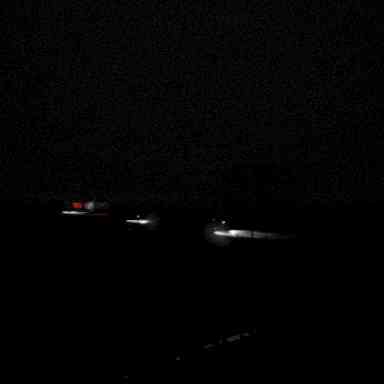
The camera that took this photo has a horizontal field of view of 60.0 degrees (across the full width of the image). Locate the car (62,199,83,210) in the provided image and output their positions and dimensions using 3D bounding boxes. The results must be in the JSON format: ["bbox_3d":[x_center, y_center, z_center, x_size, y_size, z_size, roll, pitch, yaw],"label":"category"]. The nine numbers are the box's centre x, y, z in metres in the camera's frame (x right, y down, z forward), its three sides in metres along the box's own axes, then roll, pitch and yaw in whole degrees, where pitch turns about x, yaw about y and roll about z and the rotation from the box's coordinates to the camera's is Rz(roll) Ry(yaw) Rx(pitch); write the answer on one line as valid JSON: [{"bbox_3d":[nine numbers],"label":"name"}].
[{"bbox_3d":[-19.934,2.039,55.328,2.097,1.767,4.553,2,-2,-36],"label":"car"}]

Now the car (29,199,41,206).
[{"bbox_3d":[-39.754,2.512,83.973,2.097,1.767,4.553,2,-2,-36],"label":"car"}]

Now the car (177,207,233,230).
[{"bbox_3d":[0.790,1.725,22.247,1.994,1.385,4.181,2,-2,-36],"label":"car"}]

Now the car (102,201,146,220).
[{"bbox_3d":[-6.383,1.848,32.029,2.033,1.411,5.357,2,-1,-36],"label":"car"}]

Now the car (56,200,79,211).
[{"bbox_3d":[-18.849,2.050,49.186,2.128,1.511,4.902,2,-2,-36],"label":"car"}]

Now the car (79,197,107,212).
[{"bbox_3d":[-13.622,1.779,46.793,2.150,2.045,5.566,2,-2,-35],"label":"car"}]

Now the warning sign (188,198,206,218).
[{"bbox_3d":[0.486,1.483,31.660,1.300,1.860,1.060,2,-1,-36],"label":"warning sign"}]
